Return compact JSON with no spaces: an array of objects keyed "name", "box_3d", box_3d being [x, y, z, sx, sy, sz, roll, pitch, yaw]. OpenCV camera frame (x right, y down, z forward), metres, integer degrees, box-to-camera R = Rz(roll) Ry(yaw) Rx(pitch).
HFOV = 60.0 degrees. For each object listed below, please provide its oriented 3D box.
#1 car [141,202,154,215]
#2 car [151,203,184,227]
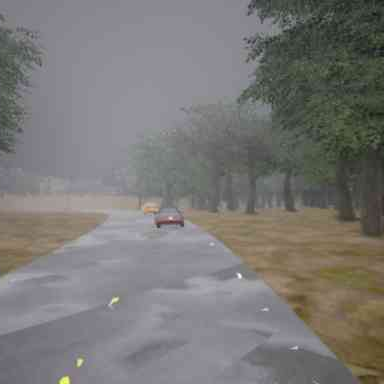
[{"name":"car","box_3d":[-5.485,2.108,43.294,1.882,1.535,5.008,-1,-2,-15]},{"name":"car","box_3d":[-1.725,1.757,24.395,1.994,1.385,4.181,-1,-1,-8]}]
